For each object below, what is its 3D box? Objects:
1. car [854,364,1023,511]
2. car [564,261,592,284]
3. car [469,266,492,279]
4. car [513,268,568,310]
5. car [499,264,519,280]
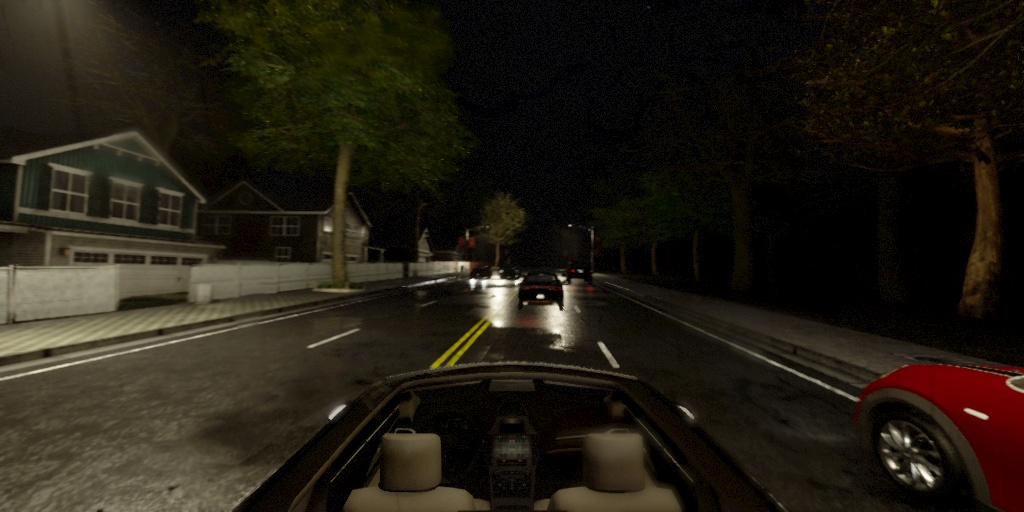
[{"bbox_3d":[4.275,1.170,1.578,2.097,1.767,4.553,1,-1,5],"label":"car"},{"bbox_3d":[6.186,1.502,33.717,2.150,2.045,5.566,1,-1,5],"label":"car"},{"bbox_3d":[-3.315,1.764,38.901,1.994,1.385,4.181,1,-1,5],"label":"car"},{"bbox_3d":[1.319,1.440,16.218,1.882,1.535,5.008,1,-1,5],"label":"car"},{"bbox_3d":[-0.119,1.595,38.148,2.097,1.767,4.553,1,-1,5],"label":"car"}]
